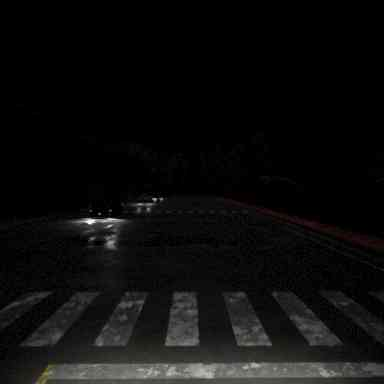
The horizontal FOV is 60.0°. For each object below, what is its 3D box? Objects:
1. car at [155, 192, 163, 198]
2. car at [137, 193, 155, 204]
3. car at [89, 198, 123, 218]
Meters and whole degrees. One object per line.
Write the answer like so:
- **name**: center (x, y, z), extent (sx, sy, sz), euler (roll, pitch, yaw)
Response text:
- **car**: center (-7.820, 0.702, 77.917), extent (1.837, 1.490, 4.892), euler (0, 1, -1)
- **car**: center (-7.294, 1.021, 51.207), extent (1.812, 1.442, 4.674), euler (0, 1, -1)
- **car**: center (-6.883, 1.287, 27.103), extent (1.837, 1.490, 4.892), euler (0, 2, 0)
